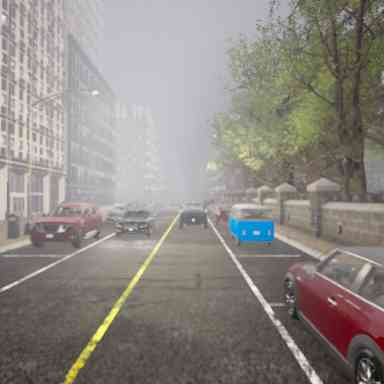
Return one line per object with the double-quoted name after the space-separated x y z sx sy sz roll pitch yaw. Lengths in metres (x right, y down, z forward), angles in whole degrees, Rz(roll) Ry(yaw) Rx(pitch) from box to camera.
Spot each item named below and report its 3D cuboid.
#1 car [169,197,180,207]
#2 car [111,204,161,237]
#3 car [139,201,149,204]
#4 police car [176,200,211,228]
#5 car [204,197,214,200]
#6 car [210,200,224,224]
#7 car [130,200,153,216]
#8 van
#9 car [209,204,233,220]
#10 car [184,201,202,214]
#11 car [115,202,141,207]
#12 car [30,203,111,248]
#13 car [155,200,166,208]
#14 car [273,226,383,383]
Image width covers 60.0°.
-2.998 2.114 62.489 1.812 1.442 4.674 0 0 0 "car"
-3.098 1.686 19.227 1.837 1.490 4.892 0 -1 0 "car"
-5.680 1.736 32.221 1.967 1.590 4.097 1 0 0 "car"
0.100 1.649 24.055 1.930 1.638 5.238 0 -1 0 "police car"
2.703 1.791 54.109 2.192 1.841 5.009 1 0 0 "car"
2.700 1.688 26.715 1.967 1.590 4.097 1 0 0 "car"
-5.680 1.783 37.695 1.967 1.590 4.097 1 0 0 "car"
2.701 1.490 15.760 1.690 1.788 3.998 1 -1 0 "van"
2.700 1.861 32.194 1.947 1.339 4.313 1 0 0 "car"
0.102 1.922 41.557 2.033 1.411 5.357 0 0 0 "car"
-5.681 1.799 26.745 2.008 1.369 4.403 1 -1 0 "car"
-5.679 1.465 15.799 2.192 1.841 5.009 1 -1 0 "car"
-5.679 2.071 59.590 2.008 1.369 4.403 1 0 0 "car"
2.699 1.487 4.801 1.967 1.590 4.097 1 -1 0 "car"
